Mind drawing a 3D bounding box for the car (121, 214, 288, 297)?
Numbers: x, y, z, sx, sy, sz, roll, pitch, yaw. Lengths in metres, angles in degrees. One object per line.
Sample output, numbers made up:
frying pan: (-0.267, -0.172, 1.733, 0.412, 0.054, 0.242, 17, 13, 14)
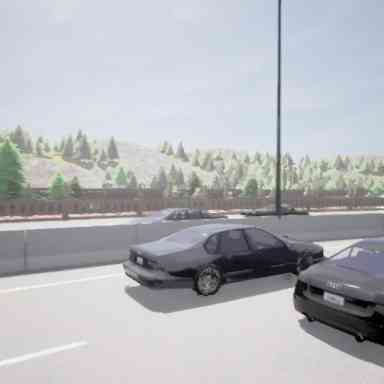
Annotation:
car: (1.030, 1.509, 8.435, 5.357, 1.411, 2.033, 0, 0, -31)

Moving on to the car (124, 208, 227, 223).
car: (-0.705, 1.476, 15.749, 5.357, 1.411, 2.033, 0, 0, -30)

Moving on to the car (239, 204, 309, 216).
car: (5.631, 1.520, 22.980, 4.718, 1.301, 1.895, 0, 0, -25)

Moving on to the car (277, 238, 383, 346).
car: (3.808, 1.540, 5.944, 4.181, 1.385, 1.994, 0, 0, -31)
